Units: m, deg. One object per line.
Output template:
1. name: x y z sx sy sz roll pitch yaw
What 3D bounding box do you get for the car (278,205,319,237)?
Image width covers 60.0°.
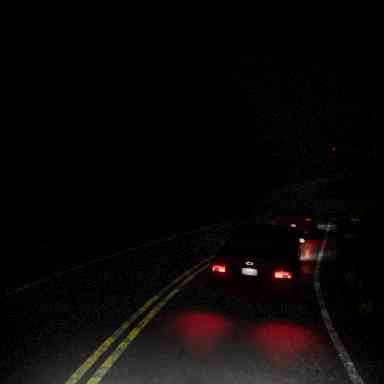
1. car: 5.932 1.487 18.482 1.882 1.535 5.008 2 1 23

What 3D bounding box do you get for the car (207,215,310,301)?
1. car: 1.860 1.549 8.631 2.033 1.411 5.357 2 0 18
